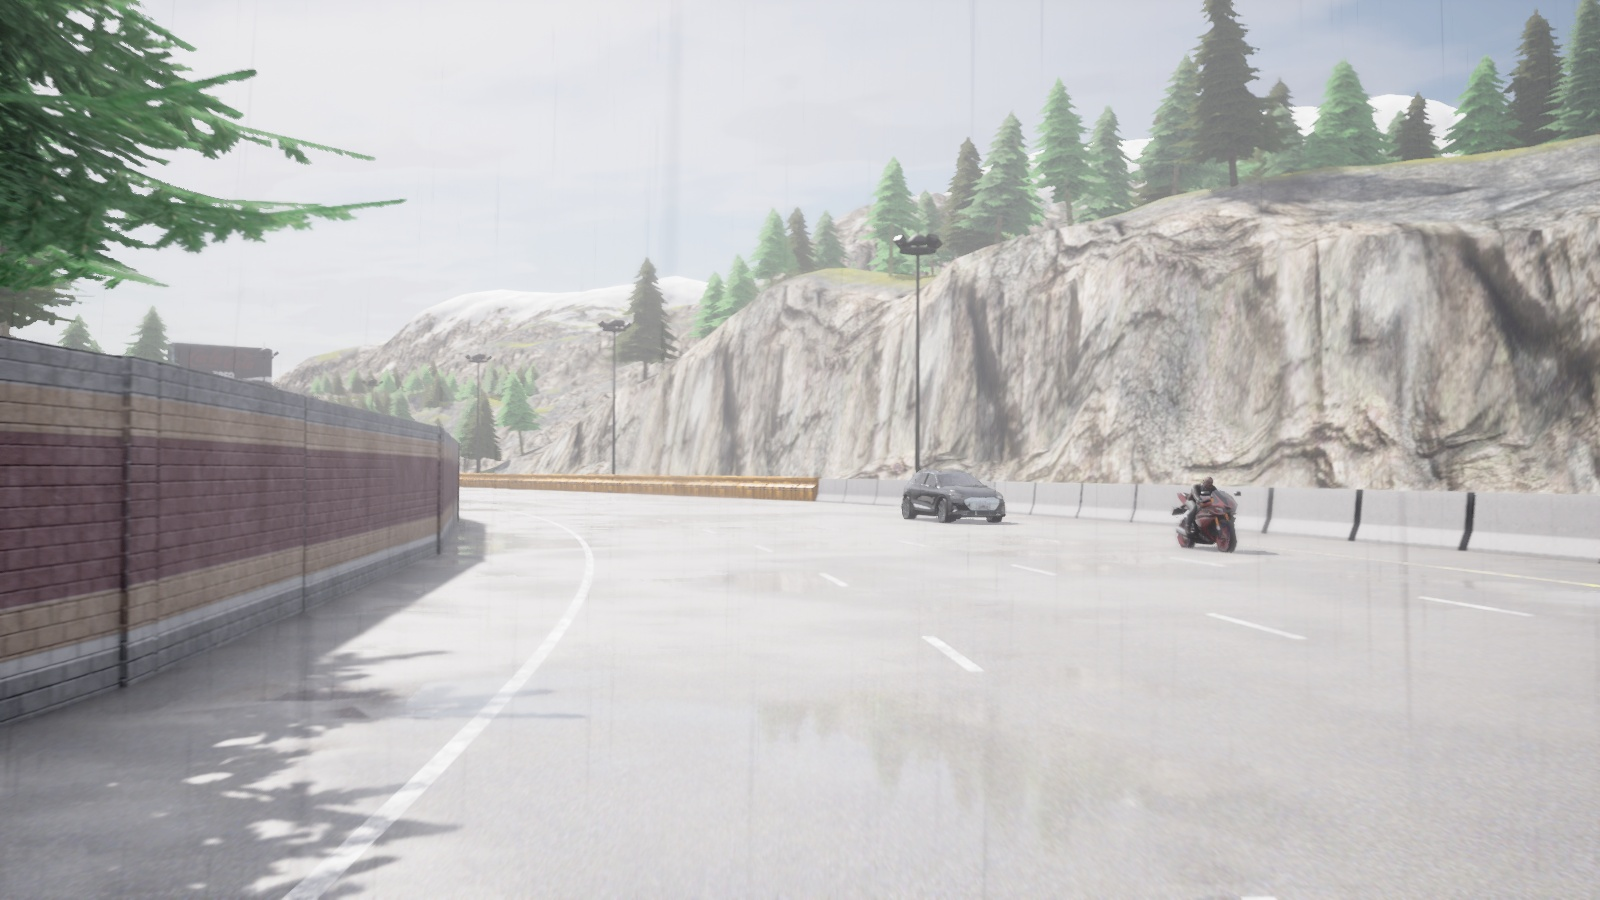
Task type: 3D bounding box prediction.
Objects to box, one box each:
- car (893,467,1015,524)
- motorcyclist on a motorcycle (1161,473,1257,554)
[{"bbox_3d":[4.752,1.388,39.595,2.033,1.649,4.856,0,-1,-17],"label":"car"},{"bbox_3d":[8.178,1.238,25.243,0.866,1.530,2.191,0,-1,-11],"label":"motorcyclist on a motorcycle"}]
